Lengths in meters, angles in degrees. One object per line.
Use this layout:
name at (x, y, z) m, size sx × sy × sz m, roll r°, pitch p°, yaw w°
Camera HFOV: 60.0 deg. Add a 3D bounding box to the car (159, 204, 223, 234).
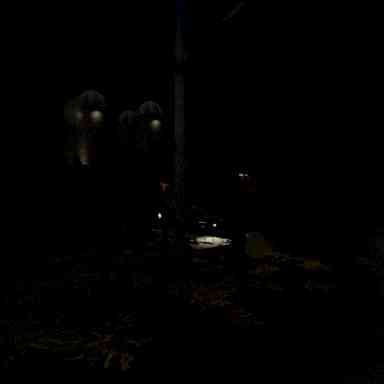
car at (-0.199, 1.505, 19.565) m, size 1.837 × 1.490 × 4.892 m, roll 0°, pitch 0°, yaw -35°
